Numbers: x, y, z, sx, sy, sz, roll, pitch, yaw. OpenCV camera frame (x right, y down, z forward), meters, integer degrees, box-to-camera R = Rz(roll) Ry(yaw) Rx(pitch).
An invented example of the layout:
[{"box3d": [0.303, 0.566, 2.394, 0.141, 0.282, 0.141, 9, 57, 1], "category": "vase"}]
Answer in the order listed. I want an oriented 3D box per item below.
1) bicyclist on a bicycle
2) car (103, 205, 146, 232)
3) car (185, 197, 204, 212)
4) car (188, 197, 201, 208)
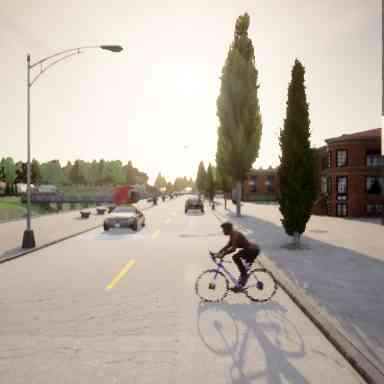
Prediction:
[{"box3d": [0.874, 1.423, 6.662, 1.656, 1.620, 0.582, -1, 0, 1], "category": "bicyclist on a bicycle"}, {"box3d": [-3.955, 1.521, 20.102, 1.812, 1.442, 4.674, 0, 0, 1], "category": "car"}, {"box3d": [0.262, 1.343, 38.334, 2.097, 1.767, 4.553, 0, 0, 0], "category": "car"}, {"box3d": [0.300, 1.514, 48.920, 1.812, 1.442, 4.674, 0, 0, 0], "category": "car"}]
